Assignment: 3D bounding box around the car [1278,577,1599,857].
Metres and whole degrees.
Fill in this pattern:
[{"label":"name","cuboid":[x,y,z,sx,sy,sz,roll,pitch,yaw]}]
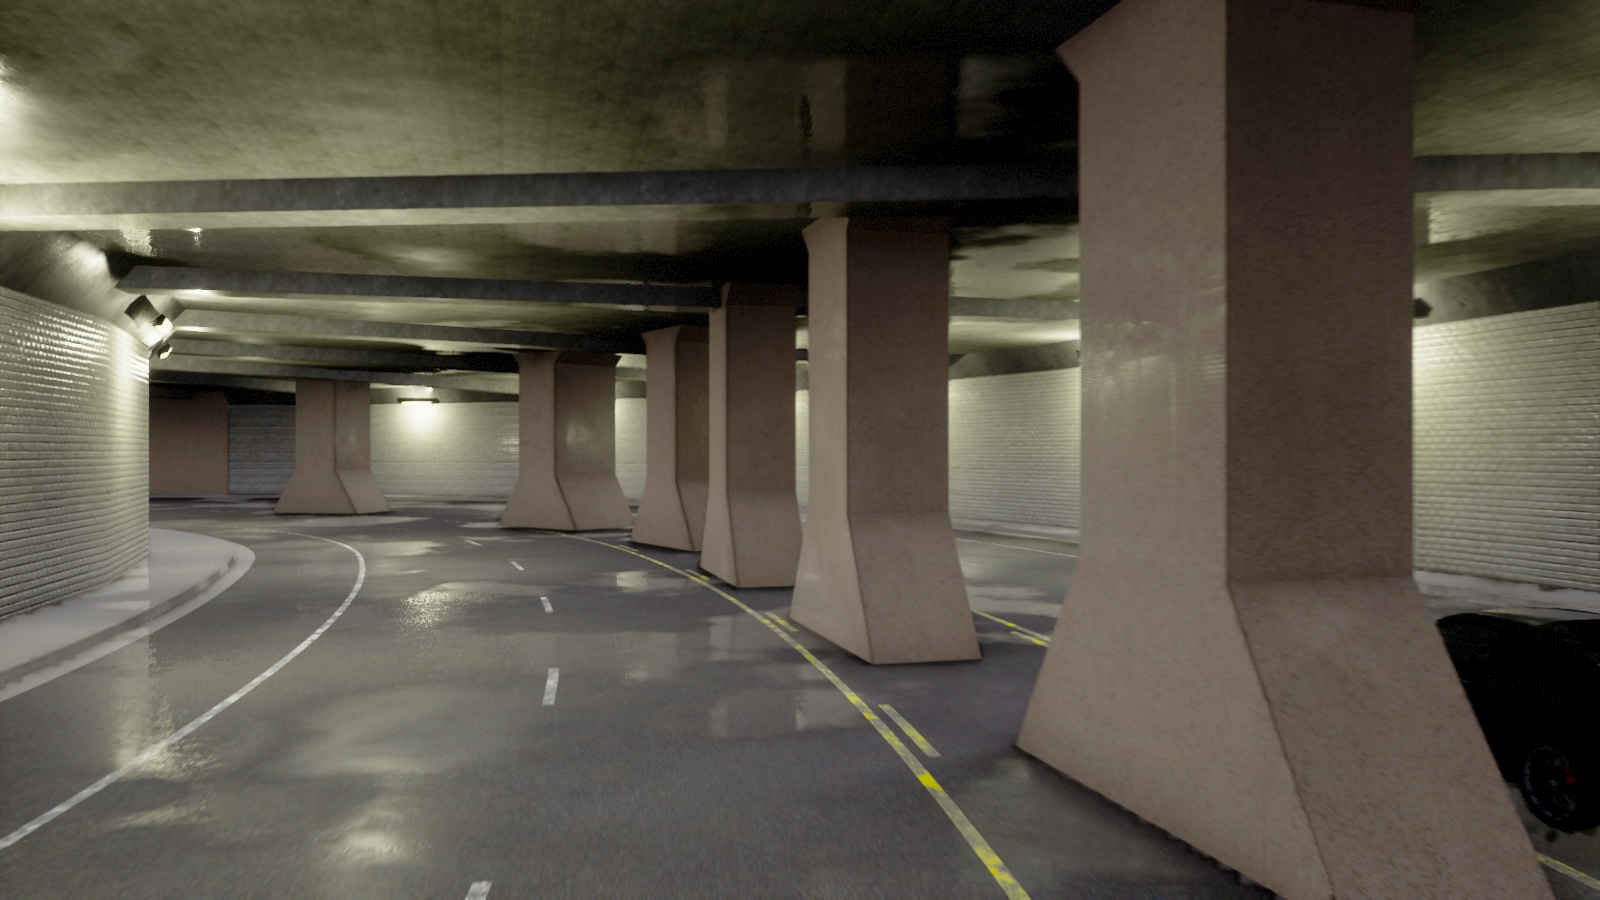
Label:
[{"label":"car","cuboid":[6.287,2.078,9.817,2.002,1.442,4.674,0,0,-6]}]
